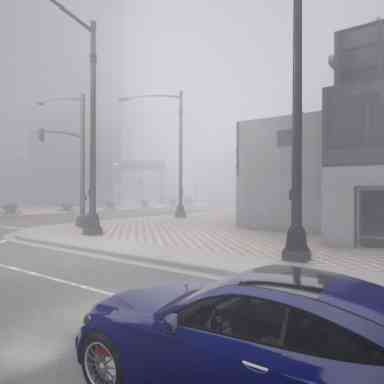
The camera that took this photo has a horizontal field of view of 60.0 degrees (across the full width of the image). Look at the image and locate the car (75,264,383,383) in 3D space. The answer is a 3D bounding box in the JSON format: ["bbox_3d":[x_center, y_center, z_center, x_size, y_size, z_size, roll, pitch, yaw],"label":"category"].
[{"bbox_3d":[0.774,1.528,3.443,4.674,1.442,1.812,0,0,36],"label":"car"}]
